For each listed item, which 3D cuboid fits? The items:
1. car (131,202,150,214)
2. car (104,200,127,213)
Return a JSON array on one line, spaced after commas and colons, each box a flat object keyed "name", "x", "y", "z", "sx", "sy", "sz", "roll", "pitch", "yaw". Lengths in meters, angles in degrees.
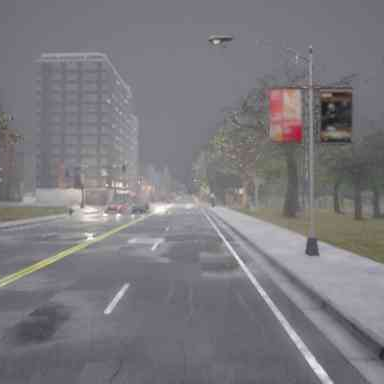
[{"name": "car", "x": -6.493, "y": 2.046, "z": 42.768, "sx": 2.033, "sy": 1.411, "sz": 5.357, "roll": 0, "pitch": -1, "yaw": 0}, {"name": "car", "x": -9.743, "y": 1.849, "z": 42.801, "sx": 2.097, "sy": 1.767, "sz": 4.553, "roll": 0, "pitch": -1, "yaw": 0}]
